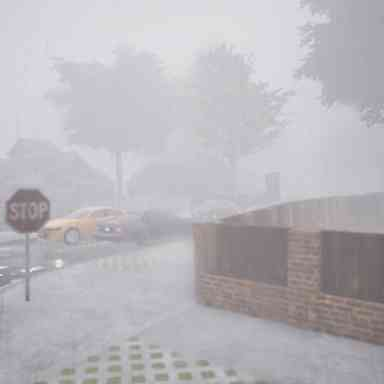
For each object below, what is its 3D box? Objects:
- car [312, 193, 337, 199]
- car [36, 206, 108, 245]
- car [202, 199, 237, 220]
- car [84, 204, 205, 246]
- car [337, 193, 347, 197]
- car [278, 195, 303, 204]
[{"bbox_3d":[15.599,1.124,39.931,1.895,1.301,4.718,-1,0,35],"label":"car"},{"bbox_3d":[-4.797,1.461,15.839,1.882,1.535,5.008,-1,0,37],"label":"car"},{"bbox_3d":[1.702,1.343,25.059,1.837,1.490,4.892,-1,0,35],"label":"car"},{"bbox_3d":[-1.860,1.477,14.964,2.033,1.411,5.357,-1,0,35],"label":"car"},{"bbox_3d":[21.118,0.827,47.945,1.882,1.535,5.008,-1,1,35],"label":"car"},{"bbox_3d":[11.768,1.128,39.441,1.812,1.442,4.674,-1,0,35],"label":"car"}]
